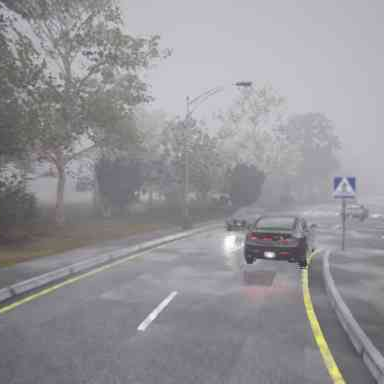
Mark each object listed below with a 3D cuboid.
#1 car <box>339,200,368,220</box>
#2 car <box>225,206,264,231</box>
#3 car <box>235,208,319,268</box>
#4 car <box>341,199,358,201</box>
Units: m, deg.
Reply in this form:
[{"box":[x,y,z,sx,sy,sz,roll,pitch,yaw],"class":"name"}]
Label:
[{"box":[14.256,1.680,29.153,1.895,1.301,4.718,1,1,33],"class":"car"},{"box":[3.495,1.553,19.566,1.994,1.385,4.181,1,0,29],"class":"car"},{"box":[3.176,1.516,11.552,1.837,1.490,4.892,0,0,24],"class":"car"},{"box":[25.405,1.397,53.587,1.895,1.301,4.718,1,1,34],"class":"car"}]
